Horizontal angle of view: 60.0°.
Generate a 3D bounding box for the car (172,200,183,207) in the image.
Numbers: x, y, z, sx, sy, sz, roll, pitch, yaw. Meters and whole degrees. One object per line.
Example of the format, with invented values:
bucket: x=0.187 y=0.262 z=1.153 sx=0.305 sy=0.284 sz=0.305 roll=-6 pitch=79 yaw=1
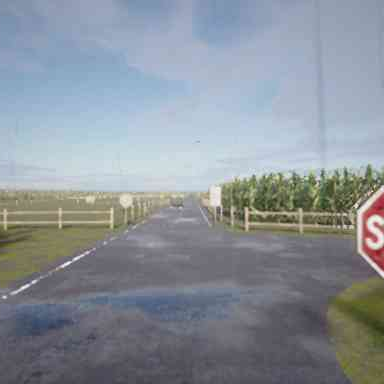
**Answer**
car: x=-2.735 y=2.239 z=64.002 sx=1.994 sy=1.385 sz=4.181 roll=0 pitch=-1 yaw=0
